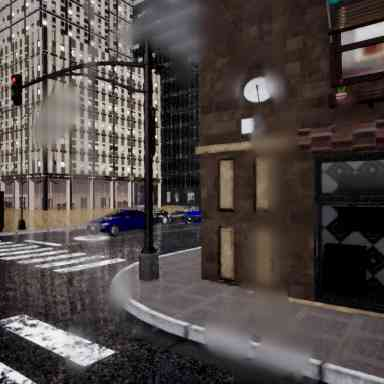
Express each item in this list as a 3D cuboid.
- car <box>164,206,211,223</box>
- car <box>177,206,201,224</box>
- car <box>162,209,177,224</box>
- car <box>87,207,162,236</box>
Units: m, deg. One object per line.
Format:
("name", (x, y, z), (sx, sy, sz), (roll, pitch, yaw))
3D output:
("car", (-0.330, 1.975, 30.490), (2.008, 1.369, 4.403), (-2, -2, 35))
("car", (1.240, 1.863, 27.974), (1.882, 1.535, 5.008), (-1, -1, 35))
("car", (-3.533, 1.894, 25.934), (2.008, 1.369, 4.403), (-2, -2, 35))
("car", (-4.181, 1.773, 20.258), (1.812, 1.442, 4.674), (-1, -1, 33))
